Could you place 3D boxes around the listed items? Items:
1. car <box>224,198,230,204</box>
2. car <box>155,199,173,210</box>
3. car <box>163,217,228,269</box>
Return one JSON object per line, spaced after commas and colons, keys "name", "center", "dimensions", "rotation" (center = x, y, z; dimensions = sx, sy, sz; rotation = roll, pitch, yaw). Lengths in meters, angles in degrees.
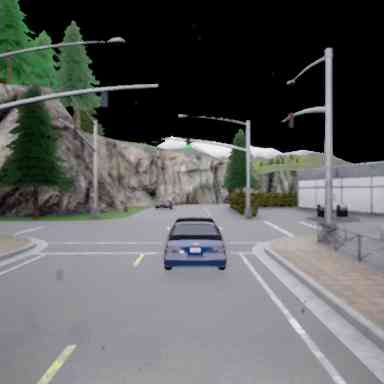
{"name": "car", "center": [8.112, 1.454, 59.099], "dimensions": [4.902, 1.511, 2.128], "rotation": [0, 0, -12]}
{"name": "car", "center": [-3.478, 1.537, 41.946], "dimensions": [1.994, 1.385, 4.181], "rotation": [0, 0, 2]}
{"name": "car", "center": [0.092, 1.540, 11.052], "dimensions": [2.033, 1.411, 5.357], "rotation": [0, 0, 0]}
